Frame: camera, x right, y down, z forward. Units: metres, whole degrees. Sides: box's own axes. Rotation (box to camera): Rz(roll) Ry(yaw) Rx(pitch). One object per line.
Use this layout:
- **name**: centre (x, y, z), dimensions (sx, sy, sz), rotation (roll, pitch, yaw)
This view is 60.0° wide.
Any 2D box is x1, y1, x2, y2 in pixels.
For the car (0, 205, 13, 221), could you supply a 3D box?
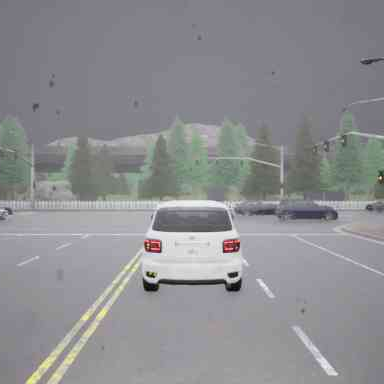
- **car**: centre (-16.154, 1.470, 24.891), dimensions (4.674, 1.442, 1.812), rotation (0, 0, 6)

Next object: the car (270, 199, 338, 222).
- **car**: centre (8.651, 1.315, 25.377), dimensions (4.553, 1.767, 2.097), rotation (0, 0, 0)

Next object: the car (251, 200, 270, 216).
- **car**: centre (6.093, 1.454, 28.865), dimensions (4.902, 1.511, 2.128), rotation (0, 0, 0)

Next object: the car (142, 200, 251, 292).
- **car**: centre (0.009, 1.221, 9.088), dimensions (2.150, 2.045, 5.566), rotation (0, 0, 0)

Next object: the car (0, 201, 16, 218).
- **car**: centre (-17.817, 1.509, 28.730), dimensions (4.181, 1.385, 1.994), rotation (0, 0, 0)

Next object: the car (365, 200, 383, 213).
- **car**: centre (21.210, 1.508, 36.116), dimensions (4.181, 1.385, 1.994), rotation (0, 0, 0)
